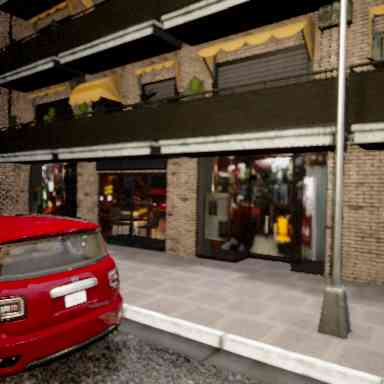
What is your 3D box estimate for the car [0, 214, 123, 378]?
[{"bbox_3d":[-3.265,1.284,5.183,5.009,1.841,2.192,0,1,36],"label":"car"}]
